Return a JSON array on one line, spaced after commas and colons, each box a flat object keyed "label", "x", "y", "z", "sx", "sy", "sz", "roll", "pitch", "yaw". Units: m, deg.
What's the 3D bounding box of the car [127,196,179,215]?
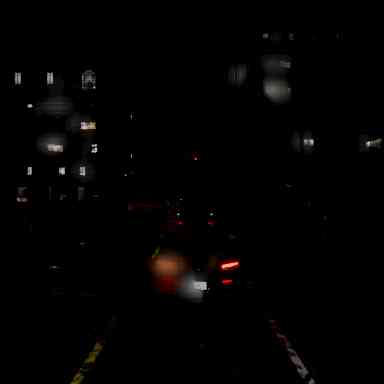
[{"label": "car", "x": -4.288, "y": 1.512, "z": 34.552, "sx": 5.008, "sy": 1.535, "sz": 1.882, "roll": -1, "pitch": 0, "yaw": -33}]

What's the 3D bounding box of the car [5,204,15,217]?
[{"label": "car", "x": -19.394, "y": 1.780, "z": 31.851, "sx": 4.181, "sy": 1.385, "sz": 1.994, "roll": -1, "pitch": 0, "yaw": 1}]

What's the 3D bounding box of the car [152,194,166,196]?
[{"label": "car", "x": -5.143, "y": 1.302, "z": 49.355, "sx": 2.192, "sy": 1.841, "sz": 5.009, "roll": 0, "pitch": 0, "yaw": 0}]

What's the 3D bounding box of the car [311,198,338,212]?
[{"label": "car", "x": 15.222, "y": 1.339, "z": 34.417, "sx": 5.357, "sy": 1.411, "sz": 2.033, "roll": -1, "pitch": 0, "yaw": 1}]

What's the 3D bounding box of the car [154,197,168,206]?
[{"label": "car", "x": -5.124, "y": 1.528, "z": 54.907, "sx": 1.887, "sy": 1.381, "sz": 4.507, "roll": 0, "pitch": 0, "yaw": 0}]

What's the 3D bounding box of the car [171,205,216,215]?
[{"label": "car", "x": 0.152, "y": 1.562, "z": 17.054, "sx": 1.994, "sy": 1.385, "sz": 4.181, "roll": 0, "pitch": 0, "yaw": 0}]

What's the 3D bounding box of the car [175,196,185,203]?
[{"label": "car", "x": -2.510, "y": 1.497, "z": 69.688, "sx": 1.812, "sy": 1.442, "sz": 4.674, "roll": 0, "pitch": 0, "yaw": 0}]

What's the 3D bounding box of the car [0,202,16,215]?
[{"label": "car", "x": -22.334, "y": 1.843, "z": 37.295, "sx": 4.206, "sy": 1.307, "sz": 1.802, "roll": -1, "pitch": 1, "yaw": 1}]

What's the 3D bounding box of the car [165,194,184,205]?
[{"label": "car", "x": -2.635, "y": 1.492, "z": 49.206, "sx": 1.837, "sy": 1.490, "sz": 4.892, "roll": 0, "pitch": 0, "yaw": 2}]

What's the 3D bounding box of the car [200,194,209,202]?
[{"label": "car", "x": 2.775, "y": 1.562, "z": 60.432, "sx": 1.802, "sy": 1.307, "sz": 4.206, "roll": 0, "pitch": 0, "yaw": 0}]

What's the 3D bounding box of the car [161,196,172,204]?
[{"label": "car", "x": -5.086, "y": 1.520, "z": 66.011, "sx": 1.887, "sy": 1.381, "sz": 4.507, "roll": 0, "pitch": 0, "yaw": 0}]

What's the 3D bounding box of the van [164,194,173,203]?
[{"label": "van", "x": -5.066, "y": 1.312, "z": 71.563, "sx": 1.690, "sy": 1.788, "sz": 3.998, "roll": 0, "pitch": 0, "yaw": 0}]

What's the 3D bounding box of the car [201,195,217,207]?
[{"label": "car", "x": 2.736, "y": 1.553, "z": 49.328, "sx": 1.947, "sy": 1.339, "sz": 4.313, "roll": 0, "pitch": 0, "yaw": 0}]

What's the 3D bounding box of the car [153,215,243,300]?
[{"label": "car", "x": 0.130, "y": 1.525, "z": 8.294, "sx": 1.812, "sy": 1.442, "sz": 4.674, "roll": 0, "pitch": 0, "yaw": 0}]

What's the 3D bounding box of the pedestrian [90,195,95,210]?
[{"label": "pedestrian", "x": -12.013, "y": 1.280, "z": 40.130, "sx": 0.375, "sy": 1.860, "sz": 0.375, "roll": 0, "pitch": 1, "yaw": 1}]

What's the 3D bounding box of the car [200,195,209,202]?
[{"label": "car", "x": 2.833, "y": 1.407, "z": 77.088, "sx": 1.967, "sy": 1.590, "sz": 4.097, "roll": 0, "pitch": 0, "yaw": 0}]

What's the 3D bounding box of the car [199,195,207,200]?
[{"label": "car", "x": 2.871, "y": 1.508, "z": 88.193, "sx": 2.008, "sy": 1.369, "sz": 4.403, "roll": 0, "pitch": 0, "yaw": 0}]
